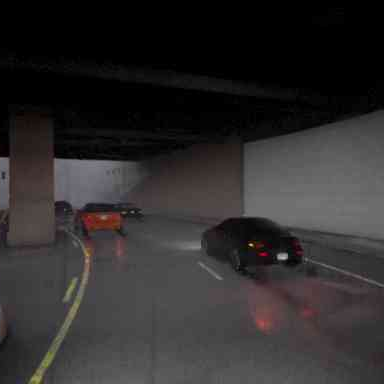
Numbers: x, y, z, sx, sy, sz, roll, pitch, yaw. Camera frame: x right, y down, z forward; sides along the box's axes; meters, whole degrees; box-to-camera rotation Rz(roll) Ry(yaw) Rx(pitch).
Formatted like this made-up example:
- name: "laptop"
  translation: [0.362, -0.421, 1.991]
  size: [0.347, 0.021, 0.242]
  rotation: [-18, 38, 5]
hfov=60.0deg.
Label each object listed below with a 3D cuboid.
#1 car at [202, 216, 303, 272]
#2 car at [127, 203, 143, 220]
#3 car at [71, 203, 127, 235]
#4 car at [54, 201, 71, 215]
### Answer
- name: "car"
  translation: [1.746, 1.509, 10.811]
  size: [1.812, 1.442, 4.674]
  rotation: [0, 0, -15]
- name: "car"
  translation: [-5.706, 1.610, 27.729]
  size: [2.033, 1.411, 5.357]
  rotation: [-1, 0, -27]
- name: "car"
  translation: [-5.581, 1.412, 19.517]
  size: [2.097, 1.767, 4.553]
  rotation: [-1, 0, -25]
- name: "car"
  translation: [-14.204, 1.677, 36.438]
  size: [1.812, 1.442, 4.674]
  rotation: [-1, 0, -28]
